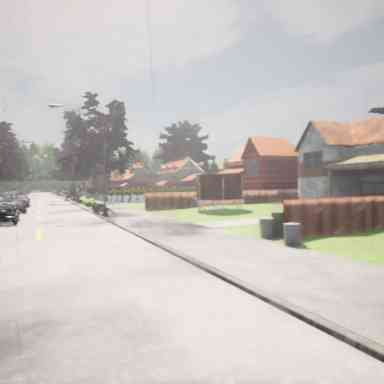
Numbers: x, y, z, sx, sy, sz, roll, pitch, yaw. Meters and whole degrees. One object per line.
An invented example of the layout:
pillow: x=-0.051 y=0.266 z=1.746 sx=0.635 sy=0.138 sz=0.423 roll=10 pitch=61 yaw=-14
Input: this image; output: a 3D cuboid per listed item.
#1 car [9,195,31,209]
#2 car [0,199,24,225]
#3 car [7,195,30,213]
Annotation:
car: x=-20.567 y=1.096 z=40.033 sx=2.033 sy=1.411 sz=5.357 roll=-1 pitch=1 yaw=-24
car: x=-12.236 y=1.374 z=21.465 sx=1.895 sy=1.301 sz=4.718 roll=-1 pitch=1 yaw=-24
car: x=-16.342 y=1.227 z=30.573 sx=1.994 sy=1.385 sz=4.181 roll=-1 pitch=1 yaw=-24
